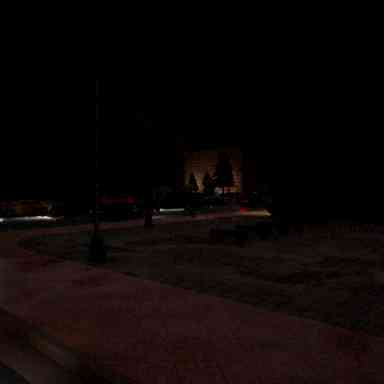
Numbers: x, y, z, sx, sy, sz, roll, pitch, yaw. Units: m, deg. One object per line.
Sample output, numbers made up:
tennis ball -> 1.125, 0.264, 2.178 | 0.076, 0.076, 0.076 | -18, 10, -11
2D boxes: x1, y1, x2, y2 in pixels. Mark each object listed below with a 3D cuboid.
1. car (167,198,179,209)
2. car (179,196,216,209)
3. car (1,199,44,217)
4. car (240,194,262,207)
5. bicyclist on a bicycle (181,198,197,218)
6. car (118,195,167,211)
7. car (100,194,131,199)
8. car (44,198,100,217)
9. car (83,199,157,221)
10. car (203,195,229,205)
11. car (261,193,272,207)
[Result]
car -> -2.860, 1.547, 46.891 | 2.033, 1.411, 5.357 | 0, 0, 40
car -> 0.845, 1.601, 45.841 | 1.895, 1.301, 4.718 | 0, 0, 40
car -> -15.880, 1.478, 31.467 | 1.882, 1.535, 5.008 | 0, 0, 40
car -> 9.097, 1.505, 50.002 | 1.837, 1.490, 4.892 | 0, 0, 41
bicyclist on a bicycle -> -0.267, 1.301, 26.728 | 1.656, 1.620, 0.582 | 0, 0, 40
car -> -5.563, 1.478, 38.262 | 1.882, 1.535, 5.008 | 0, 0, 40
car -> -9.472, 1.221, 39.056 | 2.150, 2.045, 5.566 | 0, 0, 41
car -> -11.227, 1.564, 31.543 | 1.994, 1.385, 4.181 | 0, 0, 40
car -> -5.666, 1.547, 26.968 | 2.033, 1.411, 5.357 | 0, 0, 40
car -> 3.658, 1.564, 54.552 | 1.994, 1.385, 4.181 | 0, 0, 41
car -> 12.552, 1.351, 48.656 | 2.097, 1.767, 4.553 | 0, 0, 41
